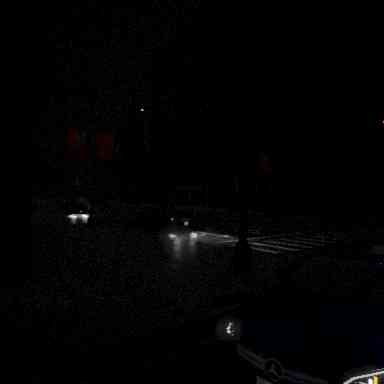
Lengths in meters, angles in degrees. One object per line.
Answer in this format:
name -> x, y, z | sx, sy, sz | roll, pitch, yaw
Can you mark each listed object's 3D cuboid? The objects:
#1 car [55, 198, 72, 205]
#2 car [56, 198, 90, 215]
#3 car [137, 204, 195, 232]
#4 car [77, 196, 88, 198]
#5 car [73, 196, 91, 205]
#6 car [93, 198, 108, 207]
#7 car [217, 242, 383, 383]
car -> -25.231, 1.857, 65.160 | 1.895, 1.301, 4.718 | 0, 0, -36
car -> -13.114, 1.681, 36.820 | 2.033, 1.411, 5.357 | 0, 0, -36
car -> -1.751, 1.549, 20.985 | 2.128, 1.511, 4.902 | 0, 0, -36
car -> -18.959, 1.743, 56.428 | 1.812, 1.442, 4.674 | 0, 0, -36
car -> -22.011, 1.612, 66.250 | 2.097, 1.767, 4.553 | 0, 0, -36
car -> -16.199, 1.787, 58.147 | 1.994, 1.385, 4.181 | 0, 0, -35
car -> 2.337, 1.524, 4.660 | 1.812, 1.442, 4.674 | 1, 1, 44
